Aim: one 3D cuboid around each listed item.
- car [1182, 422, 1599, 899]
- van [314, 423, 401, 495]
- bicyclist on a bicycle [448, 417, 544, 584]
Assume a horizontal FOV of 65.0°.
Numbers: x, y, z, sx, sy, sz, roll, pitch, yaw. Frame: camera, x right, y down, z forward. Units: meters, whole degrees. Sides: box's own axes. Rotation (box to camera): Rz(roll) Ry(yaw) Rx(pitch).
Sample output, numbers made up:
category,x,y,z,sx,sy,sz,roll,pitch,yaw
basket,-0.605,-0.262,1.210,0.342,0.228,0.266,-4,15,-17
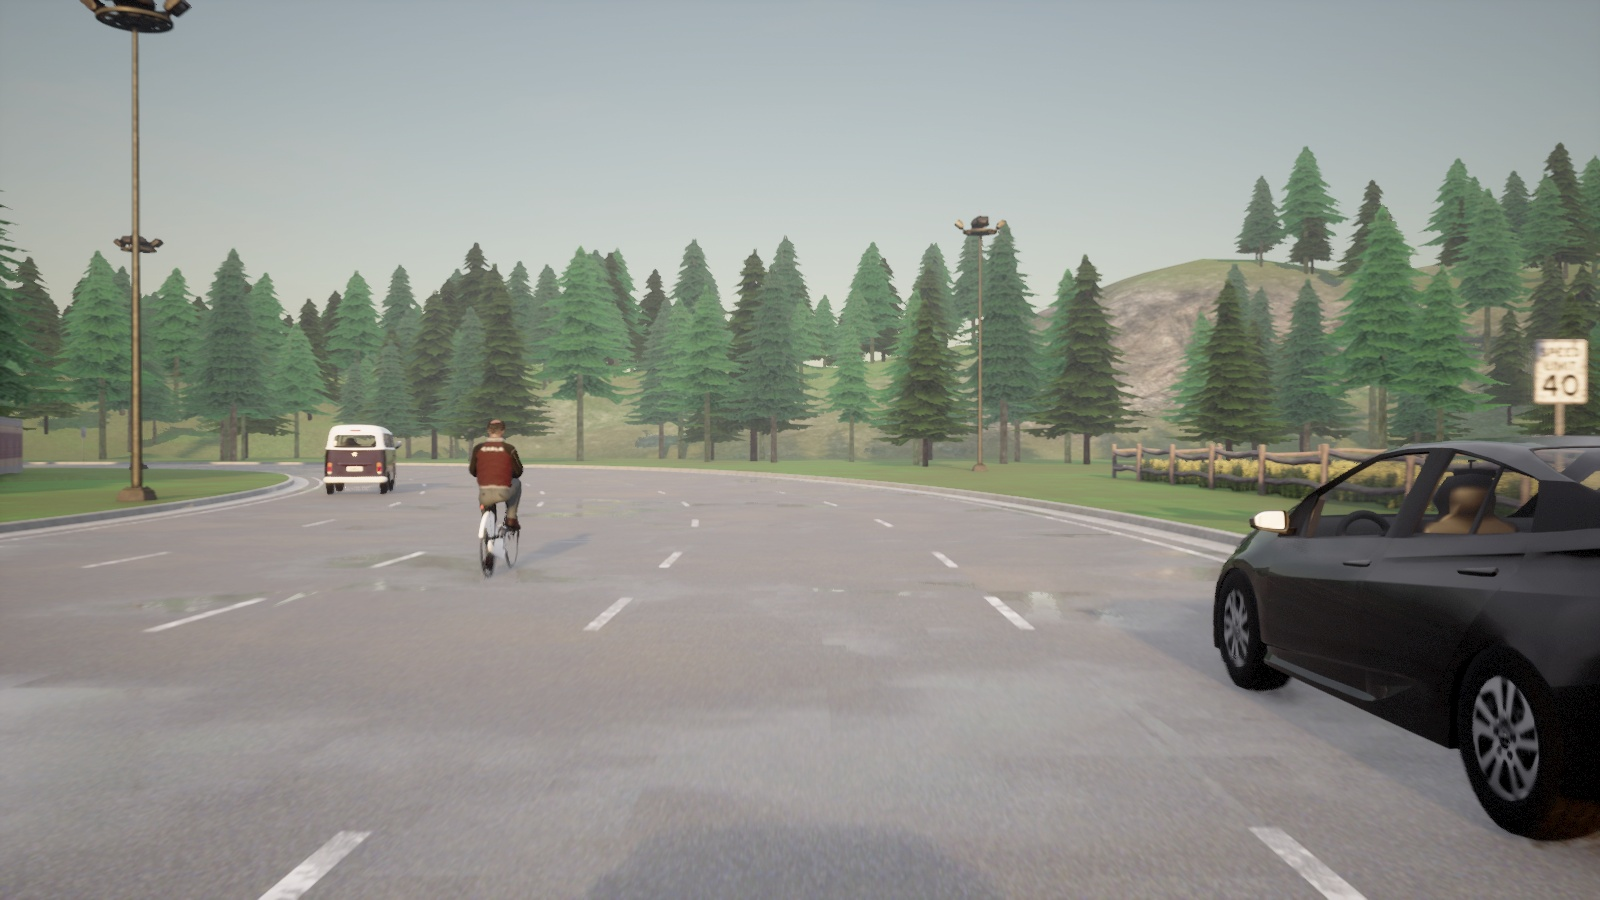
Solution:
category,x,y,z,sx,sy,sz,roll,pitch,yaw
car,3.550,0.662,6.148,2.007,1.525,4.514,0,0,0
van,-13.297,0.246,38.001,2.069,2.038,4.480,0,0,-14
bicyclist on a bicycle,-3.421,0.534,14.284,0.659,1.776,1.843,0,0,0
